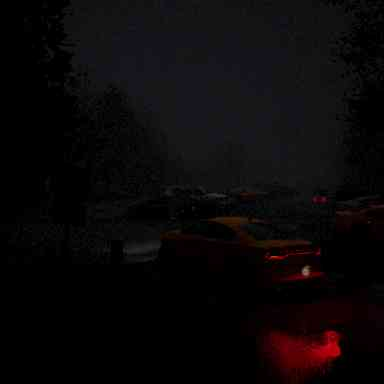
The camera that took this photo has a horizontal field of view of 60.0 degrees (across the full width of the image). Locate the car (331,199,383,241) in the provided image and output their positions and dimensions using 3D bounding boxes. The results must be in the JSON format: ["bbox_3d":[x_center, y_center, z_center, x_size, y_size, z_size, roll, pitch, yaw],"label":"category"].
[{"bbox_3d":[8.799,1.307,14.338,5.008,1.535,2.097,1,3,24],"label":"car"}]

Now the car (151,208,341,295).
[{"bbox_3d":[0.915,1.374,8.545,1.882,1.535,5.008,2,-1,-31],"label":"car"}]

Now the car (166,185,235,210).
[{"bbox_3d":[0.279,0.509,27.154,5.566,2.045,2.435,1,3,24],"label":"car"}]

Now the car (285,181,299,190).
[{"bbox_3d":[18.509,-0.859,67.627,4.892,1.521,2.231,1,2,24],"label":"car"}]

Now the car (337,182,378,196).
[{"bbox_3d":[25.811,-0.537,52.058,5.566,2.045,2.435,1,2,24],"label":"car"}]

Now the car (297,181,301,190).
[{"bbox_3d":[19.488,-0.958,70.229,5.366,1.575,1.946,1,2,24],"label":"car"}]

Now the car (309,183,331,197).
[{"bbox_3d":[18.313,-0.110,47.395,2.128,1.511,4.902,1,2,24],"label":"car"}]

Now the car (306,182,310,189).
[{"bbox_3d":[26.533,-1.751,85.306,5.566,2.045,2.435,1,2,24],"label":"car"}]

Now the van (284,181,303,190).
[{"bbox_3d":[25.259,-1.637,82.837,4.442,1.987,1.878,1,2,24],"label":"van"}]

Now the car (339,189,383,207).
[{"bbox_3d":[16.701,0.534,31.892,4.792,1.488,2.163,1,3,24],"label":"car"}]

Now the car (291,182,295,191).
[{"bbox_3d":[16.063,-0.683,62.642,5.366,1.575,1.946,1,2,24],"label":"car"}]

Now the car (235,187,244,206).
[{"bbox_3d":[1.564,0.644,29.629,5.366,1.575,1.946,1,3,24],"label":"car"}]

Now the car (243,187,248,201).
[{"bbox_3d":[2.542,0.530,32.231,4.892,1.521,2.231,1,3,24],"label":"car"}]

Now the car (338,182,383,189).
[{"bbox_3d":[15.613,0.370,29.334,5.566,2.045,2.435,1,3,24],"label":"car"}]

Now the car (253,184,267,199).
[{"bbox_3d":[5.842,0.174,40.003,5.366,1.575,1.946,1,3,24],"label":"car"}]

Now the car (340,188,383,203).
[{"bbox_3d":[19.083,0.308,37.027,4.792,1.488,2.163,1,3,24],"label":"car"}]

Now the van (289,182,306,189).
[{"bbox_3d":[28.677,-1.836,90.412,4.442,1.987,1.878,1,1,24],"label":"van"}]

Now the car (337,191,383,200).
[{"bbox_3d":[9.972,1.067,16.841,4.553,1.767,2.185,1,3,24],"label":"car"}]

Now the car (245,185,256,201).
[{"bbox_3d":[3.509,0.407,34.837,5.366,1.575,1.946,1,3,24],"label":"car"}]

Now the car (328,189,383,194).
[{"bbox_3d":[13.141,0.845,24.389,5.366,1.575,1.946,1,3,24],"label":"car"}]

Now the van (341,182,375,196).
[{"bbox_3d":[24.591,-0.422,49.573,4.442,1.987,1.878,1,2,24],"label":"van"}]

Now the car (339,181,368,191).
[{"bbox_3d":[34.976,-1.271,72.361,5.566,2.045,2.435,1,2,24],"label":"car"}]

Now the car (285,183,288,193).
[{"bbox_3d":[12.780,-0.374,54.992,4.792,1.488,2.163,1,2,24],"label":"car"}]

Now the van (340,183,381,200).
[{"bbox_3d":[21.175,-0.145,41.985,4.442,1.987,1.878,1,2,24],"label":"van"}]

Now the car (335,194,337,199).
[{"bbox_3d":[11.005,1.111,19.282,4.792,1.488,2.163,1,3,24],"label":"car"}]

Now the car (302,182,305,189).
[{"bbox_3d":[23.077,-1.226,77.742,5.008,1.535,2.097,1,2,24],"label":"car"}]

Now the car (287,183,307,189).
[{"bbox_3d":[27.664,-1.532,87.822,4.792,1.488,2.163,1,2,24],"label":"car"}]

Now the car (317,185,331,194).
[{"bbox_3d":[22.548,-0.463,56.774,1.882,1.535,5.008,1,2,24],"label":"car"}]

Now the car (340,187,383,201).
[{"bbox_3d":[20.168,0.209,39.431,4.792,1.488,2.163,1,2,24],"label":"car"}]

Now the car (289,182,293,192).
[{"bbox_3d":[15.064,-0.557,60.050,4.792,1.488,2.163,1,2,24],"label":"car"}]

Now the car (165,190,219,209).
[{"bbox_3d":[-0.883,0.875,24.647,5.008,1.535,2.097,1,3,24],"label":"car"}]

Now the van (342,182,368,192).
[{"bbox_3d":[31.690,-0.970,64.732,4.442,1.987,1.878,1,2,24],"label":"van"}]

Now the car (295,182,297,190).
[{"bbox_3d":[17.379,-0.768,65.092,4.892,1.521,2.231,1,2,24],"label":"car"}]

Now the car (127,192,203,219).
[{"bbox_3d":[-2.057,1.020,22.134,4.792,1.488,2.163,1,3,24],"label":"car"}]

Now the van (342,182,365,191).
[{"bbox_3d":[36.247,-1.335,74.826,4.442,1.987,1.878,1,2,24],"label":"van"}]

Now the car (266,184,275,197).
[{"bbox_3d":[7.271,0.075,42.266,5.366,1.575,1.946,1,3,24],"label":"car"}]

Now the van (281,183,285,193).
[{"bbox_3d":[11.772,-0.536,52.394,4.442,1.987,1.878,1,2,24],"label":"van"}]

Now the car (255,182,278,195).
[{"bbox_3d":[9.412,-0.251,47.377,4.553,1.767,2.185,1,2,24],"label":"car"}]

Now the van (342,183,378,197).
[{"bbox_3d":[23.664,-0.327,46.953,4.442,1.987,1.878,1,2,24],"label":"van"}]

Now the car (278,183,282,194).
[{"bbox_3d":[10.550,-0.190,49.910,4.792,1.488,2.163,1,2,24],"label":"car"}]

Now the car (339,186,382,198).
[{"bbox_3d":[22.424,-0.012,44.484,5.008,1.535,2.097,1,2,24],"label":"car"}]

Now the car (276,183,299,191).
[{"bbox_3d":[20.770,-1.169,72.690,4.553,1.767,2.185,1,2,24],"label":"car"}]

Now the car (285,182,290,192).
[{"bbox_3d":[13.922,-0.466,57.521,4.792,1.488,2.163,1,2,24],"label":"car"}]
